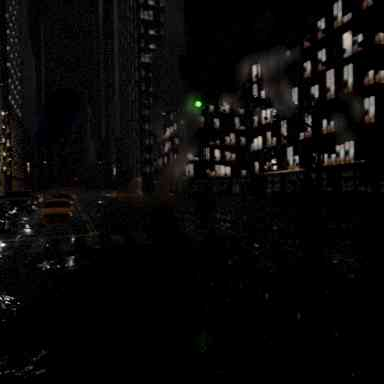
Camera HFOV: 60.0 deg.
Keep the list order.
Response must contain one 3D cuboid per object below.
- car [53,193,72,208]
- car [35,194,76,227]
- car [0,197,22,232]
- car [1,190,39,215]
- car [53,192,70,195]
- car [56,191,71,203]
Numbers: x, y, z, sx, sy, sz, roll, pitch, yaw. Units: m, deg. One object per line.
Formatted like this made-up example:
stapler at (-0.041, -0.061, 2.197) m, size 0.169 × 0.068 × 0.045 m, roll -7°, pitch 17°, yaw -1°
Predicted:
car at (-14.829, 0.917, 38.225) m, size 1.812 × 1.442 × 4.674 m, roll -1°, pitch 1°, yaw -20°
car at (-8.231, 1.167, 20.464) m, size 1.882 × 1.535 × 5.008 m, roll -1°, pitch 1°, yaw -20°
car at (-10.869, 1.285, 18.215) m, size 1.837 × 1.490 × 4.892 m, roll -1°, pitch 1°, yaw -20°
car at (-14.502, 0.839, 27.981) m, size 2.150 × 2.045 × 5.566 m, roll -1°, pitch 1°, yaw -21°
car at (-11.358, 0.901, 28.859) m, size 2.097 × 1.767 × 4.553 m, roll -1°, pitch 1°, yaw -20°
car at (-18.309, 0.706, 47.668) m, size 1.882 × 1.535 × 5.008 m, roll -1°, pitch 1°, yaw -20°
